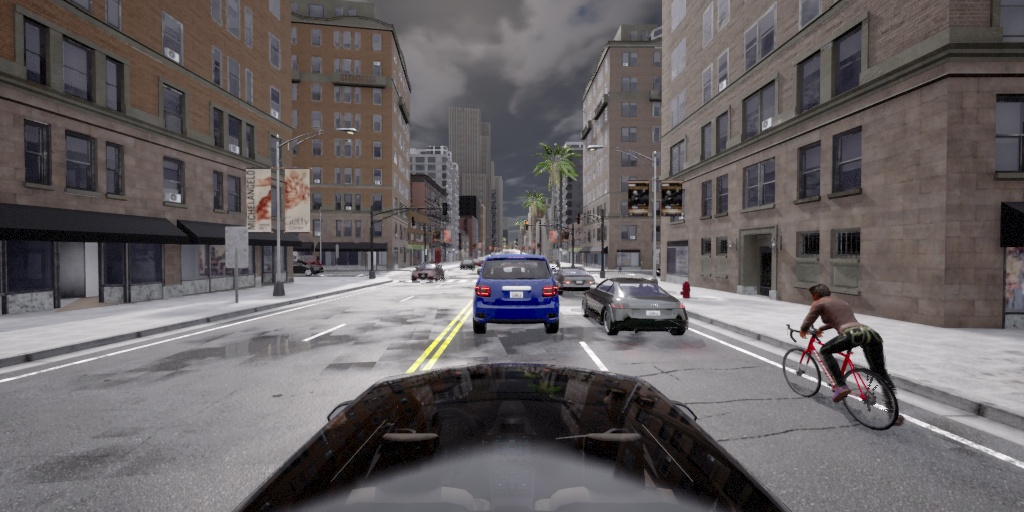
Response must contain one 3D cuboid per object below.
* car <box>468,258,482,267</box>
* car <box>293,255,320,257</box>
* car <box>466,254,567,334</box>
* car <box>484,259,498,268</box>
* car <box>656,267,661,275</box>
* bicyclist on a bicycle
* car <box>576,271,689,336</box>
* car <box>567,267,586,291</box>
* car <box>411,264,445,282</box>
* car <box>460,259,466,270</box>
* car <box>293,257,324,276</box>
[{"bbox_3d":[-6.636,1.222,64.827,1.882,1.535,5.008,0,0,0],"label":"car"},{"bbox_3d":[-23.942,0.837,40.033,5.009,1.841,2.192,0,0,-9],"label":"car"},{"bbox_3d":[0.091,0.970,10.787,2.150,2.045,5.566,0,0,0],"label":"car"},{"bbox_3d":[-3.408,1.293,60.029,2.033,1.411,5.357,0,0,0],"label":"car"},{"bbox_3d":[16.168,1.514,34.587,4.313,1.339,1.948,0,0,0],"label":"car"},{"bbox_3d":[4.140,1.202,4.662,0.582,1.620,1.656,0,0,0],"label":"bicyclist on a bicycle"},{"bbox_3d":[3.323,1.313,10.453,1.994,1.385,4.181,0,0,0],"label":"car"},{"bbox_3d":[3.228,1.295,19.686,2.033,1.411,5.357,0,0,0],"label":"car"},{"bbox_3d":[-6.629,1.318,28.626,1.994,1.385,4.181,0,0,0],"label":"car"},{"bbox_3d":[-6.657,1.224,54.083,1.882,1.535,5.008,0,0,0],"label":"car"},{"bbox_3d":[-20.909,1.125,34.651,4.892,1.490,1.837,1,1,-9],"label":"car"}]
